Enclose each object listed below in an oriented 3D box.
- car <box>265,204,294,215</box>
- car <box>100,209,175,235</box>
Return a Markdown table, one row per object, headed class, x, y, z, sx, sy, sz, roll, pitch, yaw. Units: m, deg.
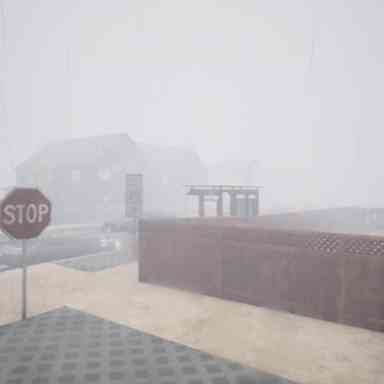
| class | x | y | z | sx | sy | sz | roll | pitch | yaw |
| --- | --- | --- | --- | --- | --- | --- | --- | --- | --- |
| car | 10.779 | 2.155 | 40.511 | 2.033 | 1.411 | 5.357 | 1 | 0 | 36 |
| car | -3.150 | 1.811 | 20.962 | 2.033 | 1.411 | 5.357 | 1 | 0 | 35 |
